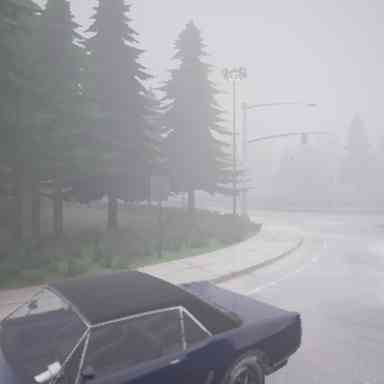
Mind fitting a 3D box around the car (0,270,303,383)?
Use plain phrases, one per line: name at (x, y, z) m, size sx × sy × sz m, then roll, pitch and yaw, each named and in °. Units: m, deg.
car at (-1.094, 1.601, 3.200) m, size 4.718 × 1.301 × 1.895 m, roll 0°, pitch 0°, yaw -37°
